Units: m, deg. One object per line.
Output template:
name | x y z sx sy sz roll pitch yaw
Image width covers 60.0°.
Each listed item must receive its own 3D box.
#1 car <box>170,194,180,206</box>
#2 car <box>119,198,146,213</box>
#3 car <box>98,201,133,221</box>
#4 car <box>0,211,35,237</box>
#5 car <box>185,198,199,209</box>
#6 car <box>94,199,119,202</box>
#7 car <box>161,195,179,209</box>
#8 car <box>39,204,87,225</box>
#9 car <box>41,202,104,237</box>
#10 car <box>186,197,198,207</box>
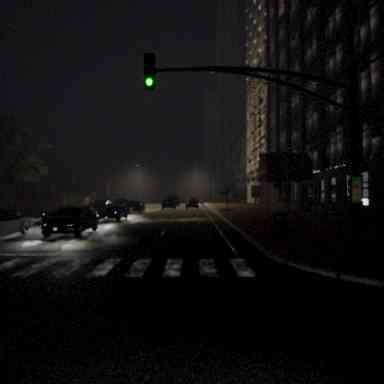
car | -3.243 1.439 57.327 2.150 2.045 5.566 0 0 0
car | -6.495 1.598 38.170 2.128 1.511 4.902 0 0 0
car | -6.561 1.664 27.699 1.895 1.301 4.718 0 0 1
car | -9.840 1.632 16.640 1.895 1.301 4.718 0 0 0
car | 0.006 1.700 46.874 2.033 1.411 5.357 0 0 0
car | -9.755 1.587 35.838 2.128 1.511 4.902 0 0 0
car | -3.244 1.630 46.875 1.882 1.535 5.008 0 0 0
car | -9.818 1.658 25.807 1.895 1.301 4.718 0 0 0
car | -6.584 1.540 18.443 1.837 1.490 4.892 0 0 0
car | 0.007 1.695 57.294 1.882 1.535 5.008 0 0 0
